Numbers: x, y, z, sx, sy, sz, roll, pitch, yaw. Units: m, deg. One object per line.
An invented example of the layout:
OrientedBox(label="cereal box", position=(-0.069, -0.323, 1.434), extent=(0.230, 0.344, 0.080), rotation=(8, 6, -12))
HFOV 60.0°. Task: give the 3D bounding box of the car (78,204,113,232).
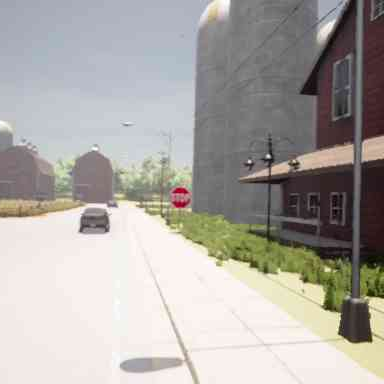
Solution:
OrientedBox(label="car", position=(-6.538, 1.826, 22.592), extent=(1.837, 1.490, 4.892), rotation=(2, -1, -12))

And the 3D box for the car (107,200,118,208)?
OrientedBox(label="car", position=(-16.075, 2.354, 67.032), extent=(2.097, 1.767, 4.553), rotation=(2, -1, -12))

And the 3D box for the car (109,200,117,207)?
OrientedBox(label="car", position=(-18.540, 2.629, 78.235), extent=(1.882, 1.535, 5.008), rotation=(2, -1, -12))
